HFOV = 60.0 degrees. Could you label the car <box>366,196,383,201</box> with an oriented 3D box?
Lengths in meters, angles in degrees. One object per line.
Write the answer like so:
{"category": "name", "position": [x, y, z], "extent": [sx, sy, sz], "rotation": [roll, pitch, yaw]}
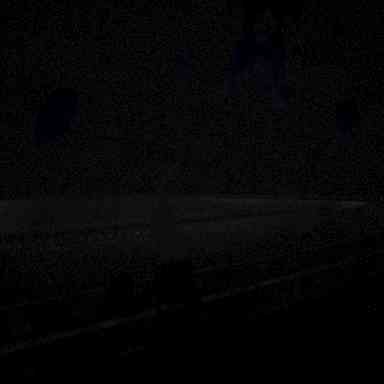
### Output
{"category": "car", "position": [43.029, 1.593, 78.315], "extent": [1.895, 1.301, 4.718], "rotation": [-1, 0, 1]}
